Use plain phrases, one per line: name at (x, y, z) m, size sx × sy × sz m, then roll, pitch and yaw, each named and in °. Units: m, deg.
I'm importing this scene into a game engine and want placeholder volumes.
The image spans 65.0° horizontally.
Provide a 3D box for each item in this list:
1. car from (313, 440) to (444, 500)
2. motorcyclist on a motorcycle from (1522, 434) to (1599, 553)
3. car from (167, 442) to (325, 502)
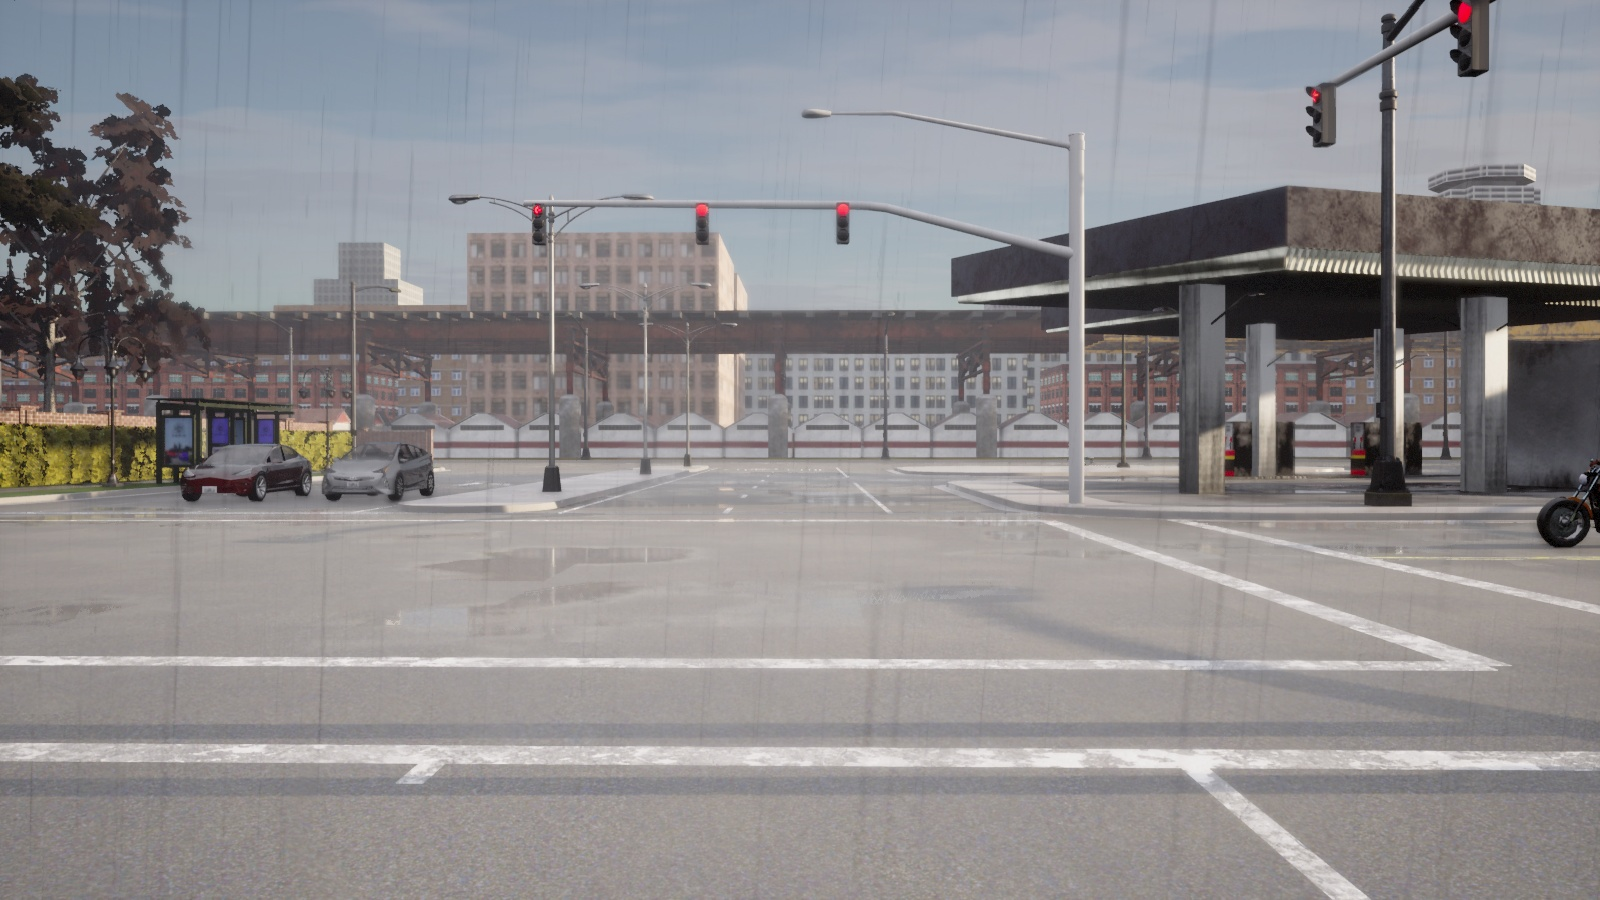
car at (-11.300, 0.492, 34.023) m, size 2.007 × 1.525 × 4.514 m, roll 0°, pitch 0°, yaw 0°
motorcyclist on a motorcycle at (11.649, 0.606, 17.834) m, size 2.350 × 1.649 × 0.766 m, roll 0°, pitch 0°, yaw -1°
car at (-14.822, 0.543, 33.925) m, size 2.163 × 1.488 × 4.792 m, roll 0°, pitch 0°, yaw 0°
